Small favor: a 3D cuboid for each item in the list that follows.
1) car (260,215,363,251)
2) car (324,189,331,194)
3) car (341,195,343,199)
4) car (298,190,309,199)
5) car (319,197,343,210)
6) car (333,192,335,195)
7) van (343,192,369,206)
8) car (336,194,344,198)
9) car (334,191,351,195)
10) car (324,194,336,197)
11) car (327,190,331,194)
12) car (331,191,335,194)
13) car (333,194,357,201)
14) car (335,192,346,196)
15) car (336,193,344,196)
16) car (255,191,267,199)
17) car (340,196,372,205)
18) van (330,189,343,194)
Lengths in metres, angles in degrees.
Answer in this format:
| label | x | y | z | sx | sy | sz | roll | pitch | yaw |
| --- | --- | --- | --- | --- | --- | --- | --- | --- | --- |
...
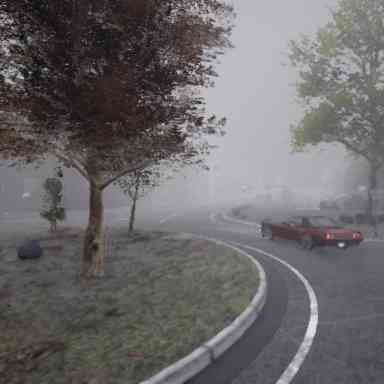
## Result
| label | x | y | z | sx | sy | sz | roll | pitch | yaw |
| --- | --- | --- | --- | --- | --- | --- | --- | --- | --- |
| car | 4.873 | 1.666 | 14.472 | 1.895 | 1.301 | 4.718 | 2 | 0 | -18 |
| car | 38.257 | 0.816 | 87.311 | 5.366 | 1.575 | 1.946 | 0 | 1 | 19 |
| car | 26.938 | 1.634 | 53.058 | 4.792 | 1.488 | 2.163 | 0 | 1 | 19 |
| car | 28.402 | 0.902 | 83.586 | 1.882 | 1.535 | 5.008 | 0 | 1 | 19 |
| car | 19.135 | 1.836 | 46.404 | 1.895 | 1.301 | 4.718 | 0 | 0 | 10 |
| car | 32.226 | 1.278 | 68.845 | 4.674 | 1.452 | 2.002 | 0 | 1 | 19 |
| van | 25.912 | 1.440 | 50.472 | 4.442 | 1.987 | 1.878 | 0 | 1 | 19 |
| car | 27.620 | 1.539 | 55.758 | 5.366 | 1.575 | 1.946 | 0 | 1 | 19 |
| car | 31.371 | 1.173 | 66.201 | 4.553 | 1.767 | 2.185 | 0 | 1 | 19 |
| car | 22.301 | 1.611 | 55.314 | 1.812 | 1.442 | 4.674 | 0 | 1 | 19 |
| car | 36.632 | 0.968 | 82.001 | 4.792 | 1.488 | 2.163 | 0 | 1 | 19 |
| car | 33.109 | 1.177 | 71.475 | 5.008 | 1.535 | 2.097 | 0 | 1 | 19 |
| car | 33.998 | 1.158 | 74.106 | 4.674 | 1.452 | 2.002 | 0 | 1 | 19 |
| car | 30.461 | 1.359 | 63.582 | 5.008 | 1.535 | 2.097 | 0 | 1 | 19 |
| car | 29.563 | 1.421 | 60.957 | 4.892 | 1.521 | 2.231 | 0 | 1 | 19 |
| car | 16.896 | 1.013 | 82.333 | 1.812 | 1.442 | 4.674 | 0 | 1 | 19 |
| car | 28.710 | 1.511 | 58.318 | 4.792 | 1.488 | 2.163 | 0 | 1 | 19 |
| van | 34.997 | 0.833 | 76.691 | 4.442 | 1.987 | 1.878 | 0 | 1 | 19 |
